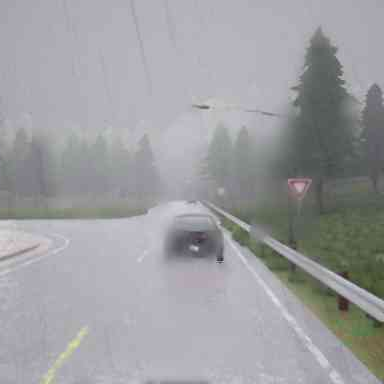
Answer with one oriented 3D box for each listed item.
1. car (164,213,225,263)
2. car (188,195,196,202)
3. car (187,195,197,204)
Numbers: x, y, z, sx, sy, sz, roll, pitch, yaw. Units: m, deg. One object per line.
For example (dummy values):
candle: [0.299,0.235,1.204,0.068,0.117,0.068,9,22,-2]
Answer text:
car: [0.075,1.510,12.185,1.882,1.535,5.008,0,0,0]
car: [0.001,1.528,76.873,1.837,1.490,4.892,0,0,0]
car: [0.000,1.775,66.909,1.895,1.301,4.718,0,0,0]
